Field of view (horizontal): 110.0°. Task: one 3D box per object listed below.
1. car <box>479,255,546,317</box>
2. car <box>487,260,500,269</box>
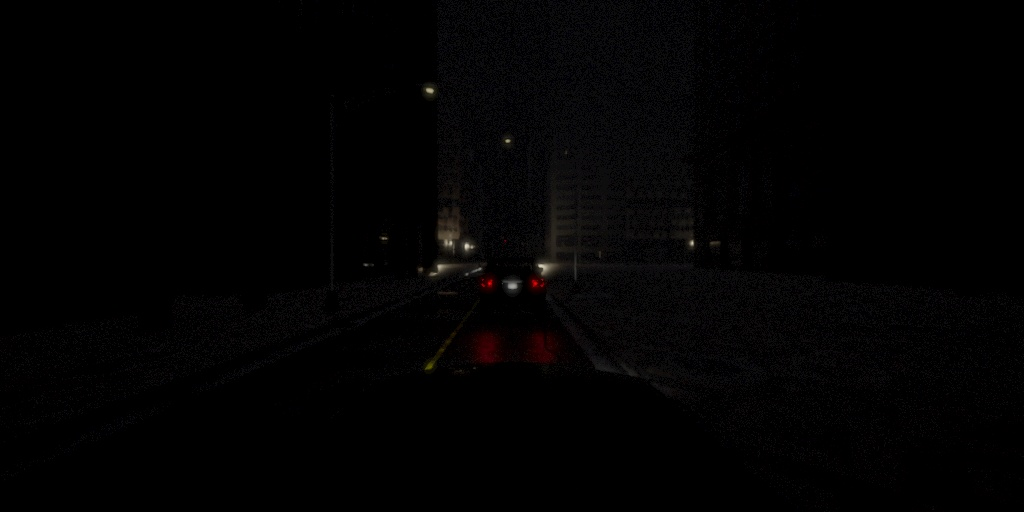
[{"bbox_3d":[0.035,0.996,13.465,2.150,2.045,5.566,0,0,0],"label":"car"},{"bbox_3d":[-3.051,1.374,58.717,1.837,1.490,4.892,0,0,0],"label":"car"}]
